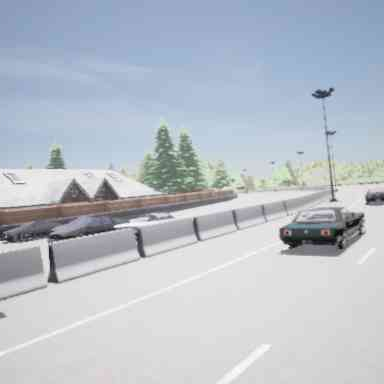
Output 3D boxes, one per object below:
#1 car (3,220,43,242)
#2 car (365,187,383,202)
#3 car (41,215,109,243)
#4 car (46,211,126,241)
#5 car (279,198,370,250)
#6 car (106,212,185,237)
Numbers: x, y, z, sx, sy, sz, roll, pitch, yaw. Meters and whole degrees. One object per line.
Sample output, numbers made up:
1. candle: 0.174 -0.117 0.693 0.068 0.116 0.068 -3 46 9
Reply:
1. car: -11.910 2.882 25.124 1.994 1.385 4.181 -6 0 38
2. car: 15.724 0.252 28.001 1.895 1.301 4.718 -6 0 31
3. car: -6.223 2.286 21.007 2.033 1.411 5.357 -6 0 38
4. car: -7.733 2.458 24.791 2.033 1.411 5.357 -6 0 37
5. car: 4.962 1.196 12.249 1.895 1.301 4.718 -6 0 38
6. car: -2.499 1.972 20.172 1.895 1.301 4.718 -6 0 37
